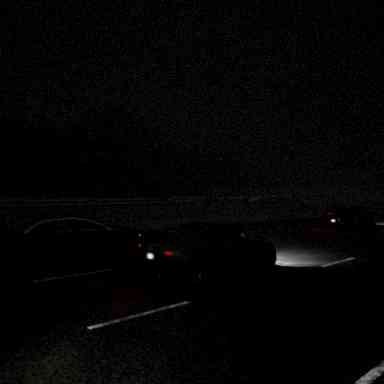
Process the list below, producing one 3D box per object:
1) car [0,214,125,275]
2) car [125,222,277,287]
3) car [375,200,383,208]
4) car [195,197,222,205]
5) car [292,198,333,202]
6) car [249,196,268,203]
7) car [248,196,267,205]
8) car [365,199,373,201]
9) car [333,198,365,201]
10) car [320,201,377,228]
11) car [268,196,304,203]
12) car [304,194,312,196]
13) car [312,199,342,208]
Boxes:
[{"bbox_3d":[-3.794,1.430,10.333,4.902,1.511,2.128,0,0,-40],"label":"car"},{"bbox_3d":[0.530,1.540,9.374,4.181,1.385,1.994,0,0,-40],"label":"car"},{"bbox_3d":[36.223,2.236,61.881,4.902,1.511,2.128,2,-1,-40],"label":"car"},{"bbox_3d":[2.414,1.452,48.029,2.128,1.511,4.902,1,0,38],"label":"car"},{"bbox_3d":[14.264,1.648,39.216,4.674,1.442,1.812,1,0,-40],"label":"car"},{"bbox_3d":[9.612,1.613,44.451,5.357,1.411,2.033,1,0,-40],"label":"car"},{"bbox_3d":[12.240,1.508,61.835,1.812,1.442,4.674,1,1,34],"label":"car"},{"bbox_3d":[34.248,2.170,64.790,5.008,1.535,1.882,2,-1,-40],"label":"car"},{"bbox_3d":[24.709,1.731,52.390,4.553,1.767,2.097,2,-1,-39],"label":"car"},{"bbox_3d":[10.716,1.553,22.378,4.892,1.490,1.837,1,0,-40],"label":"car"},{"bbox_3d":[12.401,1.593,42.213,4.902,1.511,2.128,1,0,-40],"label":"car"},{"bbox_3d":[30.397,1.273,87.348,1.895,1.301,4.718,1,2,37],"label":"car"},{"bbox_3d":[22.375,1.897,54.960,5.357,1.411,2.033,1,0,-37],"label":"car"}]
